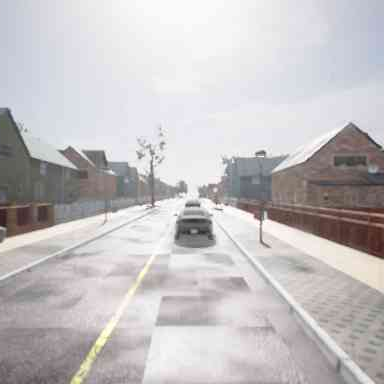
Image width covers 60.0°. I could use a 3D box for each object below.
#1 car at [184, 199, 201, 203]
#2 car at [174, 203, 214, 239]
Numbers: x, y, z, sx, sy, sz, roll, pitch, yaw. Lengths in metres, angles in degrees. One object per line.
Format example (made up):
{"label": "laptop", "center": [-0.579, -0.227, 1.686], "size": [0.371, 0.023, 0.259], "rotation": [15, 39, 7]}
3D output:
{"label": "car", "center": [0.095, 1.620, 39.731], "size": [1.882, 1.535, 5.008], "rotation": [0, 0, 0]}
{"label": "car", "center": [0.098, 1.560, 17.577], "size": [1.837, 1.490, 4.892], "rotation": [0, 0, 0]}
